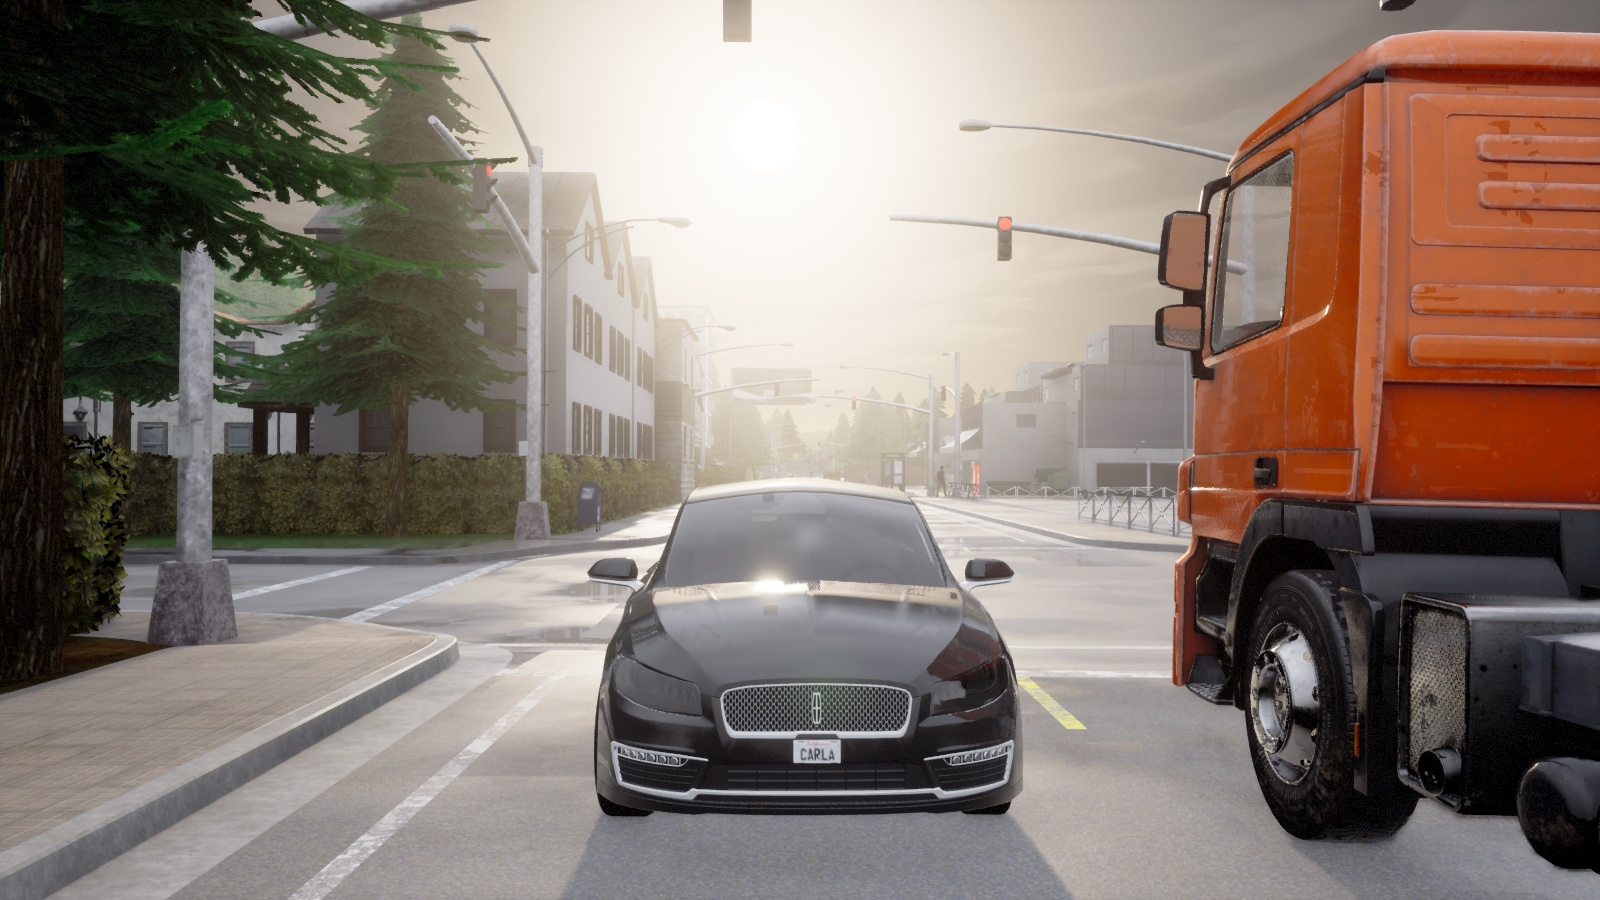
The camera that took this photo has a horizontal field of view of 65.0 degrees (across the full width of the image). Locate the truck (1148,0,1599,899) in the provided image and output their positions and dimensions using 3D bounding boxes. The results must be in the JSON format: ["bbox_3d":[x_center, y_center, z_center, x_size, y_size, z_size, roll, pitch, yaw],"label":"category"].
[{"bbox_3d":[3.467,-0.063,3.129,2.891,3.462,7.936,1,0,0],"label":"truck"}]

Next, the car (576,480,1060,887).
[{"bbox_3d":[-0.006,0.941,7.222,1.837,1.490,4.892,0,-1,-2],"label":"car"}]

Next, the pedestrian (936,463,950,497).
[{"bbox_3d":[7.846,1.646,69.122,0.431,1.840,0.703,-1,-1,42],"label":"pedestrian"}]
